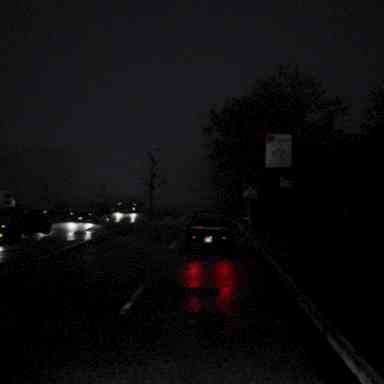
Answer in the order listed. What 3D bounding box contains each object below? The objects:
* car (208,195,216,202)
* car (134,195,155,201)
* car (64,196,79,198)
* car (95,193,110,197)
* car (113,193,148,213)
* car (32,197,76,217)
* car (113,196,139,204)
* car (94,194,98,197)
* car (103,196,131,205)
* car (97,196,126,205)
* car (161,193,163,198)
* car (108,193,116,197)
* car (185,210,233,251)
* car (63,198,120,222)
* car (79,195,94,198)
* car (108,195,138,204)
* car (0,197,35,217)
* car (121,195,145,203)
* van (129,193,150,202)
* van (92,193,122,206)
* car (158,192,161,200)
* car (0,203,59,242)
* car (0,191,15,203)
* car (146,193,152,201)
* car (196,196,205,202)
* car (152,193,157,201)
[{"bbox_3d":[5.217,1.706,87.315,2.097,1.767,4.553,2,0,4],"label":"car"},{"bbox_3d":[-11.917,1.429,83.199,4.892,1.521,2.231,1,1,-16],"label":"car"},{"bbox_3d":[-14.873,1.284,35.544,4.674,1.452,2.002,1,0,-16],"label":"car"},{"bbox_3d":[-14.147,1.338,44.531,5.366,1.575,1.946,1,-1,-16],"label":"car"},{"bbox_3d":[-6.752,1.335,36.913,2.097,1.767,4.553,2,-1,4],"label":"car"},{"bbox_3d":[-10.534,1.325,24.634,1.812,1.442,4.674,2,0,4],"label":"car"},{"bbox_3d":[-13.006,1.502,65.339,4.792,1.488,2.163,1,0,-16],"label":"car"},{"bbox_3d":[-14.536,1.334,41.488,4.792,1.488,2.163,1,0,-16],"label":"car"},{"bbox_3d":[-13.431,1.488,59.357,4.792,1.488,2.163,1,0,-16],"label":"car"},{"bbox_3d":[-13.584,1.481,56.388,4.674,1.452,2.002,1,0,-16],"label":"car"},{"bbox_3d":[-11.365,1.433,92.129,4.674,1.452,2.002,1,1,-16],"label":"car"},{"bbox_3d":[-13.925,1.272,50.440,4.553,1.767,2.185,1,0,-16],"label":"car"},{"bbox_3d":[0.750,1.550,14.564,2.128,1.511,4.902,2,0,4],"label":"car"},{"bbox_3d":[-7.479,1.433,25.480,2.033,1.411,5.357,2,0,4],"label":"car"},{"bbox_3d":[-14.516,1.273,38.577,5.366,1.575,1.946,1,-1,-16],"label":"car"},{"bbox_3d":[-13.042,1.466,62.408,5.366,1.575,1.946,1,0,-16],"label":"car"},{"bbox_3d":[-15.438,1.172,26.622,4.892,1.521,2.231,1,-1,-17],"label":"car"},{"bbox_3d":[-12.661,1.509,71.286,4.674,1.452,2.002,1,0,-16],"label":"car"},{"bbox_3d":[-12.180,1.227,77.281,4.442,1.987,1.878,1,0,-16],"label":"van"},{"bbox_3d":[-13.658,1.199,53.457,4.442,1.987,1.878,1,-1,-16],"label":"van"},{"bbox_3d":[-11.522,1.279,89.160,4.553,1.767,2.185,1,1,-16],"label":"car"},{"bbox_3d":[-8.142,1.392,15.191,1.994,1.385,4.181,2,0,4],"label":"car"},{"bbox_3d":[-15.636,0.899,23.629,5.566,2.045,2.435,1,0,-16],"label":"car"},{"bbox_3d":[-12.502,1.211,74.252,5.566,2.045,2.435,1,0,-16],"label":"car"},{"bbox_3d":[2.222,1.796,87.530,1.812,1.442,4.674,2,0,4],"label":"car"},{"bbox_3d":[-12.079,1.189,80.234,5.566,2.045,2.435,1,0,-16],"label":"car"}]
